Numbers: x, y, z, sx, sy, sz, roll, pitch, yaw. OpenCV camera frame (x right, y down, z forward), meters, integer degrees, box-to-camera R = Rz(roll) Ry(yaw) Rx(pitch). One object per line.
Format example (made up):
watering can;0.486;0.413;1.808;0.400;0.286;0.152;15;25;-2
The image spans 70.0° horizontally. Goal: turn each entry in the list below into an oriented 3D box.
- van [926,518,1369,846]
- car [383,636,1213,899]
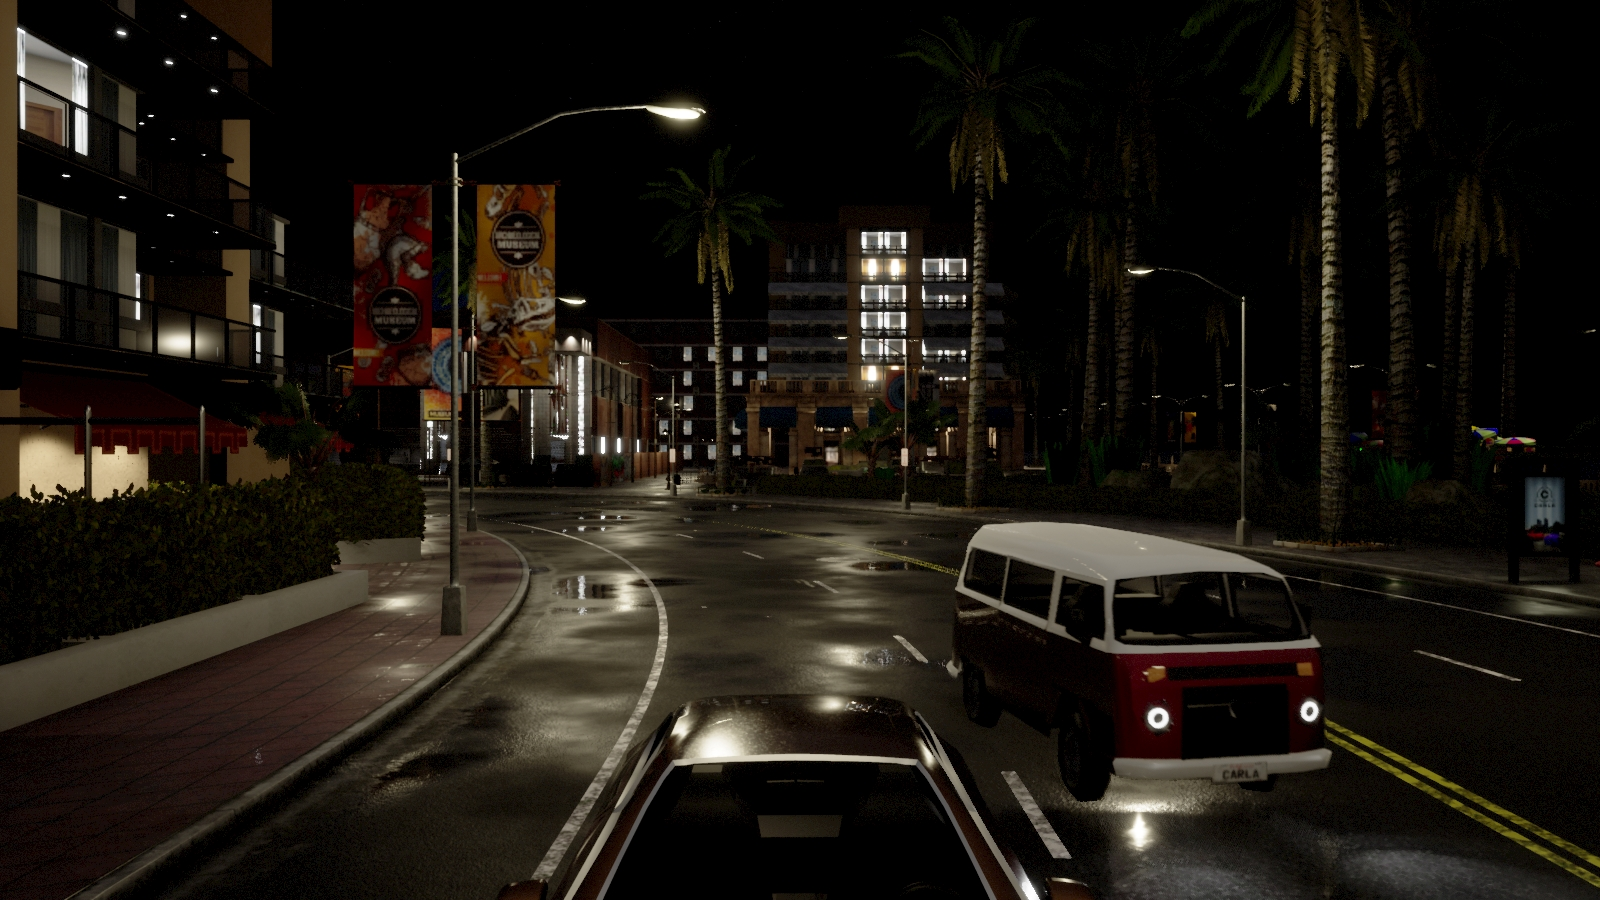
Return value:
van;2.792;1.782;10.471;2.069;2.038;4.480;0;0;-10
car;-0.020;1.992;4.650;2.152;1.651;5.027;0;0;-1
